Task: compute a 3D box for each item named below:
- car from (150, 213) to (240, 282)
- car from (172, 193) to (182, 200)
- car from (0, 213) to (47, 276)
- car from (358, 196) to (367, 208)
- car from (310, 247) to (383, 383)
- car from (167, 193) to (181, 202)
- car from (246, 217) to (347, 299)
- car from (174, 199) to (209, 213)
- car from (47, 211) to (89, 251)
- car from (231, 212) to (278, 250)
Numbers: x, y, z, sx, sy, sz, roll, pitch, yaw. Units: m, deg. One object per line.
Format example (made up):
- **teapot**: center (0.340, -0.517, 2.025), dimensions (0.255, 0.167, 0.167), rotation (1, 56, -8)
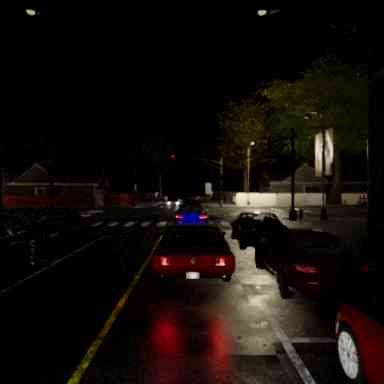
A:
- **car**: center (0.033, 1.512, 9.454), dimensions (1.895, 1.301, 4.718), rotation (0, 1, 0)
- **car**: center (-3.269, 0.911, 72.965), dimensions (2.033, 1.411, 5.357), rotation (0, 0, 0)
- **car**: center (-5.404, 1.365, 7.902), dimensions (1.967, 1.590, 4.097), rotation (0, 1, 0)
- **car**: center (21.232, 0.750, 36.457), dimensions (5.566, 2.045, 2.150), rotation (0, 1, 0)
- **car**: center (2.636, 1.521, 2.409), dimensions (1.887, 1.381, 4.507), rotation (0, 1, 0)
- **car**: center (-3.245, 0.999, 57.639), dimensions (1.837, 1.490, 4.892), rotation (0, 0, 0)
- **car**: center (2.622, 1.507, 7.927), dimensions (1.802, 1.307, 4.206), rotation (0, 1, 0)
- **car**: center (-0.044, 1.353, 18.511), dimensions (1.812, 1.442, 4.674), rotation (0, 1, 0)
- **car**: center (-5.418, 1.455, 13.422), dimensions (1.802, 1.307, 4.206), rotation (0, 1, 0)
- **car**: center (2.607, 1.440, 13.445), dimensions (1.947, 1.339, 4.313), rotation (0, 1, 0)
